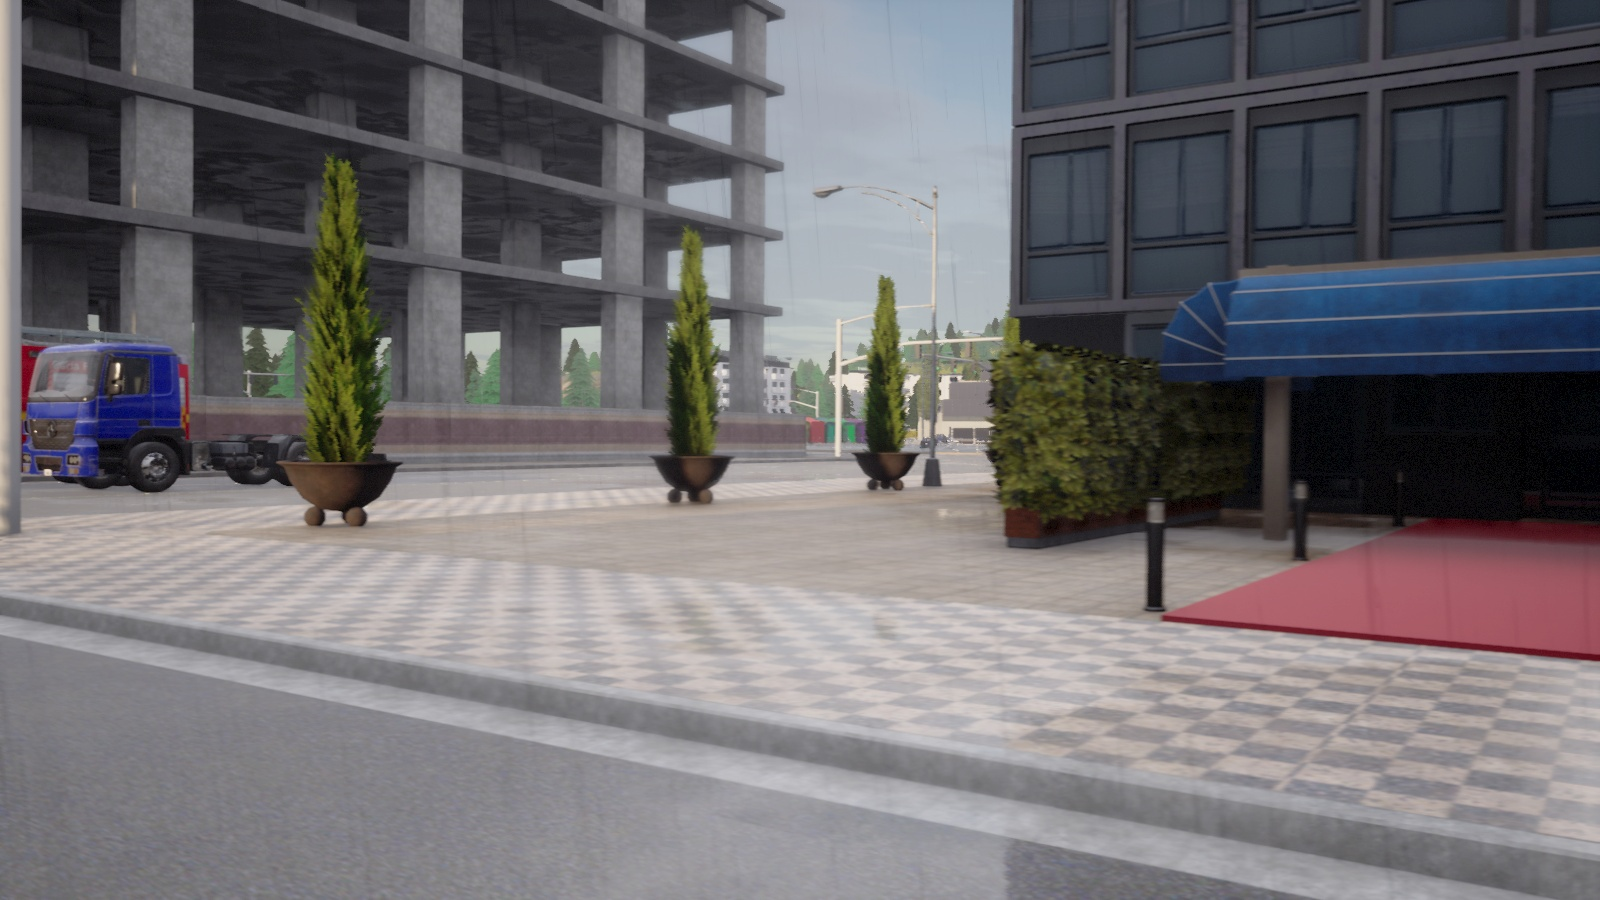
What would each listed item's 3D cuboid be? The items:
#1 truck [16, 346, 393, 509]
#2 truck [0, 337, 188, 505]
[{"bbox_3d":[-14.234,-0.542,30.795,2.891,3.462,7.936,0,1,34],"label":"truck"},{"bbox_3d":[-19.304,-0.661,29.528,2.891,3.827,8.468,0,1,34],"label":"truck"}]
